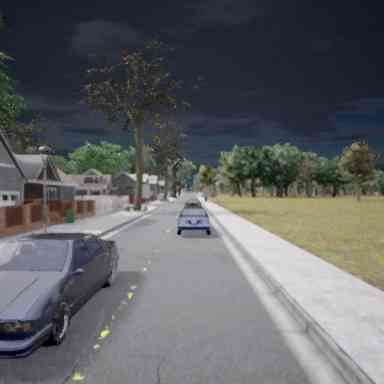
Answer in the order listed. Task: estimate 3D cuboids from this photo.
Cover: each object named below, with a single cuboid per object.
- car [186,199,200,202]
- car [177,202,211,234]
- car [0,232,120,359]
[{"bbox_3d":[0.103,1.517,36.139,1.837,1.490,4.892,0,0,0],"label":"car"},{"bbox_3d":[0.101,1.554,19.264,2.033,1.411,5.357,0,0,0],"label":"car"},{"bbox_3d":[-2.806,1.551,6.592,2.033,1.411,5.357,0,0,1],"label":"car"}]
